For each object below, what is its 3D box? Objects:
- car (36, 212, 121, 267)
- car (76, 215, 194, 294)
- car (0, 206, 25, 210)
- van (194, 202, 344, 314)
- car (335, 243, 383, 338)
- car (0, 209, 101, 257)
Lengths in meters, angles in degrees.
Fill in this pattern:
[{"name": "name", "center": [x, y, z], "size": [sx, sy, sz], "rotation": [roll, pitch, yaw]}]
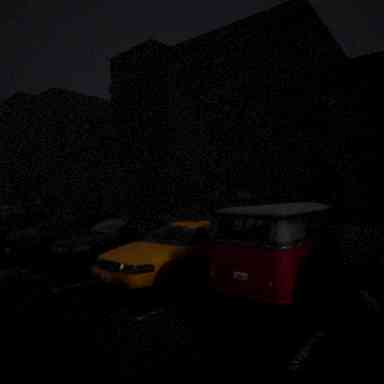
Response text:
[{"name": "car", "center": [-2.269, 1.507, 10.959], "size": [2.002, 1.452, 4.674], "rotation": [0, 0, 38]}, {"name": "car", "center": [-0.209, 1.472, 9.158], "size": [1.946, 1.575, 5.366], "rotation": [0, 0, 37]}, {"name": "car", "center": [-6.549, 1.473, 14.348], "size": [2.163, 1.488, 4.792], "rotation": [0, 0, 39]}, {"name": "van", "center": [2.166, 1.257, 7.770], "size": [1.878, 1.987, 4.442], "rotation": [0, 0, 37]}, {"name": "car", "center": [4.288, 1.528, 6.077], "size": [2.002, 1.452, 4.674], "rotation": [0, 0, 36]}, {"name": "car", "center": [-4.446, 1.486, 12.608], "size": [2.163, 1.488, 4.792], "rotation": [0, 0, 38]}]
